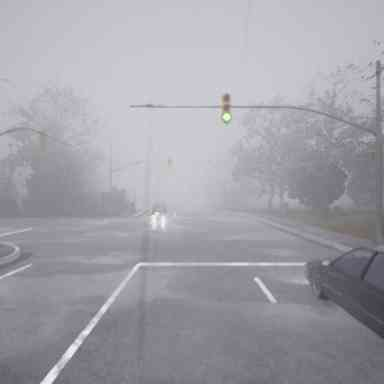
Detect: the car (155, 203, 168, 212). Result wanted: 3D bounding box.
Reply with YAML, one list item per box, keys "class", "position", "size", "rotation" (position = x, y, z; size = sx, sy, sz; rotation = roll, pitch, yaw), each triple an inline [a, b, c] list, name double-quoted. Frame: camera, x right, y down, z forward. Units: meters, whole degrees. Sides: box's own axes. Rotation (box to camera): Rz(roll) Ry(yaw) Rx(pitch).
- class: "car"
  position: [-4.862, 2.441, 52.026]
  size: [1.895, 1.301, 4.718]
  rotation: [0, -2, -7]

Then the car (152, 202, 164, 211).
- class: "car"
  position: [-6.384, 2.696, 62.500]
  size: [1.837, 1.490, 4.892]
  rotation: [0, -2, -10]

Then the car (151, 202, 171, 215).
- class: "car"
  position: [-4.074, 2.068, 42.035]
  size: [2.128, 1.511, 4.902]
  rotation: [0, -1, -3]

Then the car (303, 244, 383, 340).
- class: "car"
  position: [3.599, 1.616, 5.606]
  size: [2.033, 1.411, 5.357]
  rotation: [0, -1, 0]

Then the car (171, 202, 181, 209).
- class: "car"
  position: [-4.434, 3.152, 81.429]
  size: [2.097, 1.767, 4.553]
  rotation: [0, -2, -22]

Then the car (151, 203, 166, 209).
- class: "car"
  position: [-8.214, 3.369, 81.487]
  size: [2.033, 1.411, 5.357]
  rotation: [0, -2, -25]
